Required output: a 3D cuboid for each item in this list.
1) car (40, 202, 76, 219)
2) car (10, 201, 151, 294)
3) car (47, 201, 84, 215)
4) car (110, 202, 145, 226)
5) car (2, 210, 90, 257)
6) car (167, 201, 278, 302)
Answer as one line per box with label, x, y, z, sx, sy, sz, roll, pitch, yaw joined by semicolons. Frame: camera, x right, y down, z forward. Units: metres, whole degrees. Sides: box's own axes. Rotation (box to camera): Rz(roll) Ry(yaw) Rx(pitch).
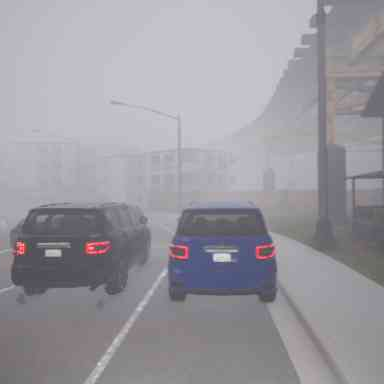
car;-13.726;1.808;33.899;2.128;1.511;4.902;0;0;-39
car;-2.577;1.294;9.131;2.150;2.045;5.566;-1;0;2
car;-15.464;1.858;40.484;4.902;1.511;2.128;-1;-1;41
car;-5.156;1.658;26.137;1.882;1.535;5.008;0;0;-20
car;-6.062;1.643;14.565;1.837;1.490;4.892;0;0;-2
car;0.727;1.251;8.502;2.150;2.045;5.566;-1;0;4
